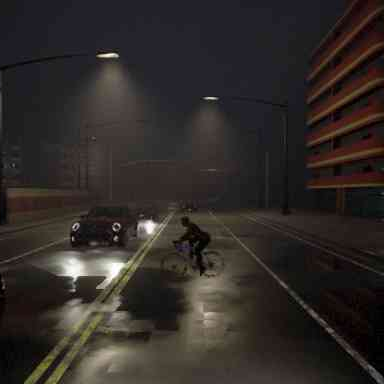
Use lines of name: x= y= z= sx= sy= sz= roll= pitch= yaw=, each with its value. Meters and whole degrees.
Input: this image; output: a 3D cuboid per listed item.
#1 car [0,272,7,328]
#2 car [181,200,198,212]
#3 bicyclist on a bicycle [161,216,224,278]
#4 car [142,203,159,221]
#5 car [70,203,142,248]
car: x=-3.616 y=1.492 z=2.902 sx=2.128 sy=1.511 sz=4.902 roll=0 pitch=0 yaw=-1
car: x=-0.264 y=1.601 z=37.777 sx=1.895 sy=1.301 sz=4.718 roll=0 pitch=0 yaw=0
bicyclist on a bicycle: x=-0.001 y=1.454 z=8.693 sx=1.656 sy=1.620 sz=0.582 roll=-2 pitch=0 yaw=-1
car: x=-3.737 y=1.564 z=26.652 sx=1.994 sy=1.385 sz=4.181 roll=0 pitch=0 yaw=-1
car: x=-3.724 y=1.352 z=14.755 sx=2.097 sy=1.767 sz=4.553 roll=0 pitch=0 yaw=0
